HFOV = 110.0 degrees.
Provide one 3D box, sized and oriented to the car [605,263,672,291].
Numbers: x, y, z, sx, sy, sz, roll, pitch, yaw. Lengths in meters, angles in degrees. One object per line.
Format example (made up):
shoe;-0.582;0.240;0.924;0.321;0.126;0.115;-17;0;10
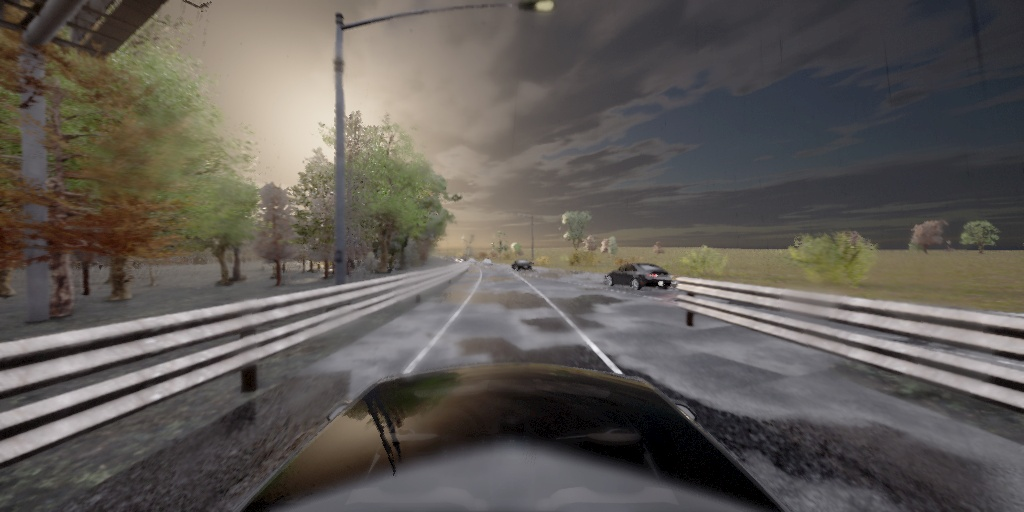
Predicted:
car;7.197;1.170;20.898;1.837;1.490;4.892;0;0;-13

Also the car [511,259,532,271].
car;1.189;1.200;47.274;1.882;1.535;5.008;0;0;-13
